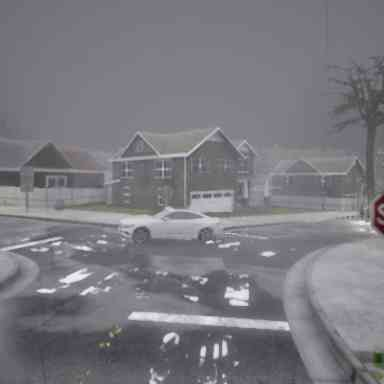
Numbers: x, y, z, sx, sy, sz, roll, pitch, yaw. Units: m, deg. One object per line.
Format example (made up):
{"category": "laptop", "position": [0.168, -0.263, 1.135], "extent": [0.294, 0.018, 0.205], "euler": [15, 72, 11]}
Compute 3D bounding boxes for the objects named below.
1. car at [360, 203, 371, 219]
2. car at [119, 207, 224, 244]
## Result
{"category": "car", "position": [17.113, 1.721, 30.577], "extent": [4.902, 1.511, 2.128], "euler": [1, 1, -43]}
{"category": "car", "position": [-0.856, 1.397, 14.835], "extent": [4.674, 1.442, 1.812], "euler": [3, 3, -20]}
